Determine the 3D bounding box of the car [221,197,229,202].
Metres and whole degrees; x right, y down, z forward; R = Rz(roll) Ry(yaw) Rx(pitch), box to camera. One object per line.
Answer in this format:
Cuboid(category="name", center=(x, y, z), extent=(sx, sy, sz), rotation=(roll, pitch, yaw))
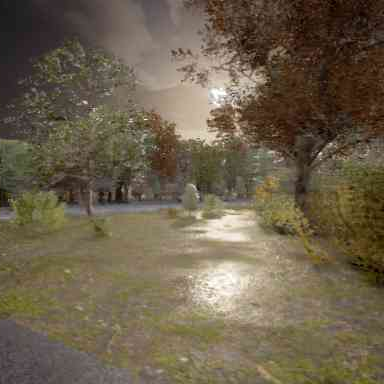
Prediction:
Cuboid(category="car", center=(6.891, 1.871, 76.961), extent=(1.994, 1.385, 4.181), rotation=(0, 0, 36))
